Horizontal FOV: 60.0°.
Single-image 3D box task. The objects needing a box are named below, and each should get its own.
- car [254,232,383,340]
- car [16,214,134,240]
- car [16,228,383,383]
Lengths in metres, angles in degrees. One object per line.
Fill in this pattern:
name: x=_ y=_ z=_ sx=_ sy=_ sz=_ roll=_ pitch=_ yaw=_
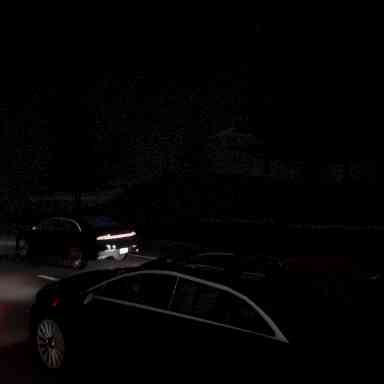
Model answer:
car: x=3.638 y=1.601 z=5.696 sx=4.718 sy=1.301 sz=1.895 roll=0 pitch=0 yaw=36
car: x=-3.941 y=1.478 z=11.016 sx=4.902 sy=1.511 sz=2.128 roll=0 pitch=0 yaw=36
car: x=-0.039 y=1.490 z=4.016 sx=4.902 sy=1.511 sz=2.128 roll=0 pitch=0 yaw=35
